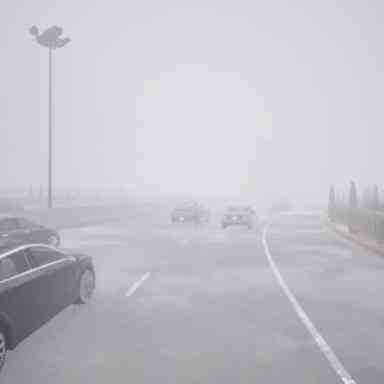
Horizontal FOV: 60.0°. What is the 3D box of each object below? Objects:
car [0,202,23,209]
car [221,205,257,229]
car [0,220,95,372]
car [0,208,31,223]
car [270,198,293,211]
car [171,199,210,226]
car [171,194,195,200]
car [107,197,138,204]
[{"bbox_3d":[-16.895,1.490,28.254,1.895,1.301,4.718,0,0,16],"label":"car"},{"bbox_3d":[3.123,1.536,21.476,2.033,1.411,5.357,0,0,15],"label":"car"},{"bbox_3d":[-3.075,1.471,5.173,2.128,1.511,4.902,0,0,4],"label":"car"},{"bbox_3d":[-6.062,1.465,10.533,1.837,1.490,4.892,0,0,7],"label":"car"},{"bbox_3d":[11.138,1.527,41.075,1.812,1.442,4.674,0,0,29],"label":"car"},{"bbox_3d":[0.002,1.464,23.024,2.128,1.511,4.902,0,0,15],"label":"car"},{"bbox_3d":[-1.285,1.010,47.976,2.097,1.767,4.553,0,0,29],"label":"car"},{"bbox_3d":[-8.559,1.405,41.181,2.128,1.511,4.902,0,0,24],"label":"car"}]
